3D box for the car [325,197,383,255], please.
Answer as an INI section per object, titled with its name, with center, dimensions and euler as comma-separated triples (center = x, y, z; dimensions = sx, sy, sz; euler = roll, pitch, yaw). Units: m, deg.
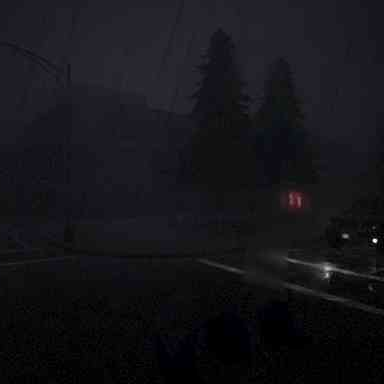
[car]
center = 7.795, 1.248, 13.692
dimensions = 5.566, 2.045, 2.150
euler = 0, 0, -36
